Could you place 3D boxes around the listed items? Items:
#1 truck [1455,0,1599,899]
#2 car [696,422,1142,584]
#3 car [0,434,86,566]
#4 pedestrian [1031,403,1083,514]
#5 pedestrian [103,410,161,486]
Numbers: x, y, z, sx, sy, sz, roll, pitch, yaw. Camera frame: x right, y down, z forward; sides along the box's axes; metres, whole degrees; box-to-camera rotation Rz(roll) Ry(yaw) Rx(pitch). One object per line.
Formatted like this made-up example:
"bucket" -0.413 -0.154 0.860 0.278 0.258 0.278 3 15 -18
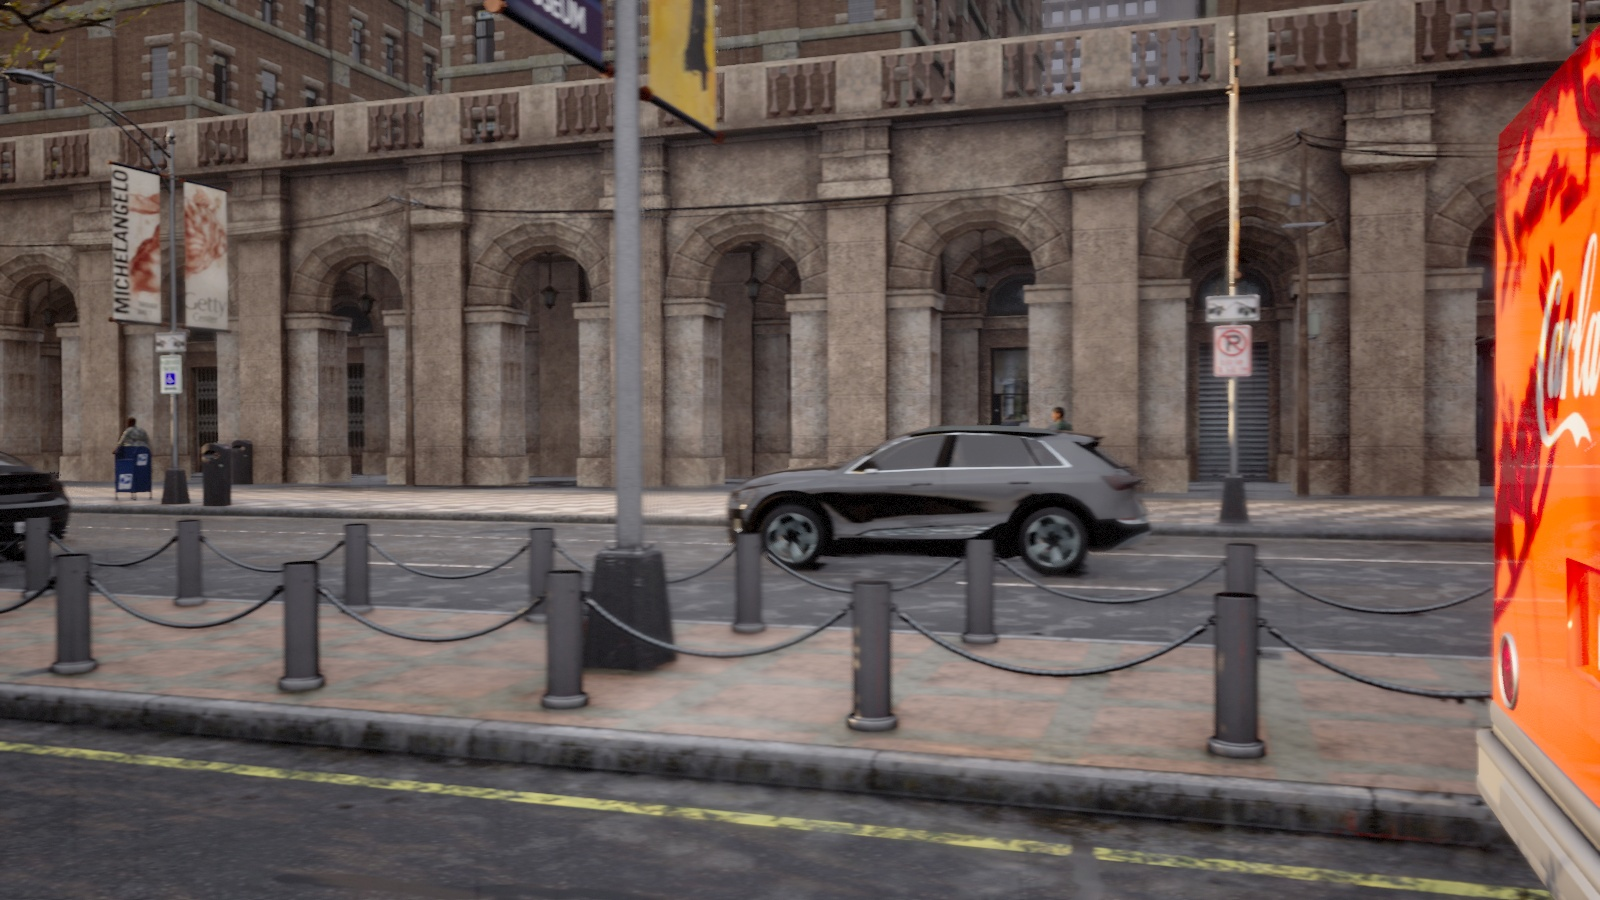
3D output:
"truck" 4.104 0.322 1.834 5.204 2.467 2.627 1 1 19
"car" 1.426 0.532 14.664 4.856 1.649 2.033 1 1 13
"car" -11.372 0.554 15.275 4.892 1.490 1.837 0 1 18
"pedestrian" 4.594 0.145 22.462 0.788 1.949 0.423 1 1 33
"pedestrian" -16.613 -0.062 31.235 0.900 1.855 0.874 0 1 18
